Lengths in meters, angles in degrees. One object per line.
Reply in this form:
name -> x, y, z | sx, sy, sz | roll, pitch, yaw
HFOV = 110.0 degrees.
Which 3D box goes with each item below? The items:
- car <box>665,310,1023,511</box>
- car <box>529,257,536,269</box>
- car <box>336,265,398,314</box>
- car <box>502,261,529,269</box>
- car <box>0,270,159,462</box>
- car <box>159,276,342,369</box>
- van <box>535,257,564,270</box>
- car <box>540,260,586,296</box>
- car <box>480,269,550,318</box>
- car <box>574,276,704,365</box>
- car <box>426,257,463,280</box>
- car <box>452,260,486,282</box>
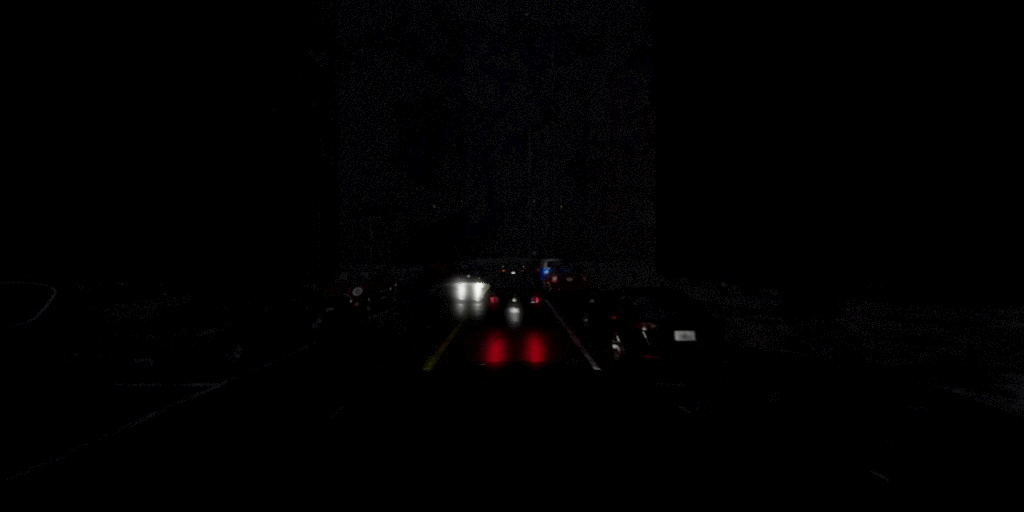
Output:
car -> 2.762, 1.331, 2.197 | 1.802, 1.307, 4.207 | 0, 0, 0
car -> 2.768, 1.128, 30.205 | 1.967, 1.591, 4.097 | 0, 0, 0
car -> -5.761, 1.164, 13.398 | 1.967, 1.591, 4.097 | 0, 0, 0
car -> 0.097, 1.253, 29.484 | 1.994, 1.385, 4.181 | 0, 0, 0
car -> -5.763, 1.064, 2.195 | 2.192, 1.841, 5.009 | 0, 0, 0
car -> -5.762, 1.302, 7.796 | 1.948, 1.339, 4.313 | 0, 0, 0
van -> 2.767, 1.041, 24.603 | 1.690, 1.789, 3.998 | 0, 0, 0
car -> 2.766, 1.152, 19.001 | 1.967, 1.591, 4.097 | 0, 0, 0
car -> 0.093, 1.326, 12.835 | 1.895, 1.301, 4.718 | 0, 0, 0
car -> 2.764, 1.303, 7.798 | 1.948, 1.339, 4.313 | 0, 0, 0
car -> -5.757, 1.003, 30.205 | 2.192, 1.841, 5.009 | 0, 0, 0
car -> -3.089, 1.257, 27.737 | 1.994, 1.385, 4.181 | 0, 0, 0
